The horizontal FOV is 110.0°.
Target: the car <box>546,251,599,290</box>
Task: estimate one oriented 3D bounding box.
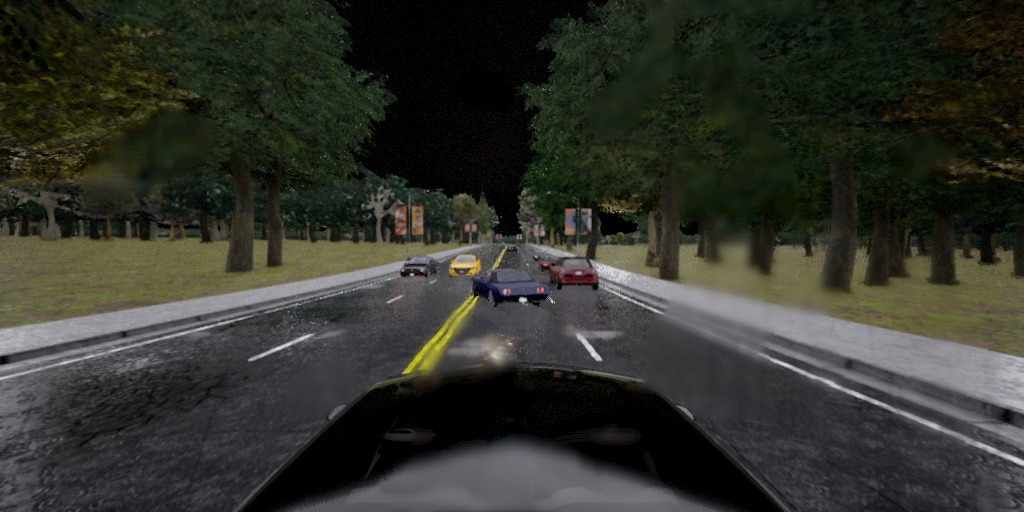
[{"bbox_3d":[3.251,0.779,19.624,2.097,1.767,4.553,0,2,0],"label":"car"}]

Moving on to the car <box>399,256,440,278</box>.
[{"bbox_3d":[-6.597,0.738,26.291,2.033,1.411,5.357,0,2,0],"label":"car"}]

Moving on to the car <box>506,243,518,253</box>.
[{"bbox_3d":[0.043,-1.346,63.689,1.837,1.490,4.892,0,3,1],"label":"car"}]

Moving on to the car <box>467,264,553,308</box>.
[{"bbox_3d":[-0.293,1.168,14.296,1.895,1.301,4.718,-1,1,-18],"label":"car"}]

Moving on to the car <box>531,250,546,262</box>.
[{"bbox_3d":[3.253,0.000,41.657,1.895,1.301,4.718,0,3,0],"label":"car"}]

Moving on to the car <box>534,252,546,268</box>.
[{"bbox_3d":[3.252,0.597,30.674,1.895,1.301,4.718,0,3,0],"label":"car"}]

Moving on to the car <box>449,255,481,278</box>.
[{"bbox_3d":[-3.344,0.669,26.263,1.882,1.535,5.008,0,2,0],"label":"car"}]
